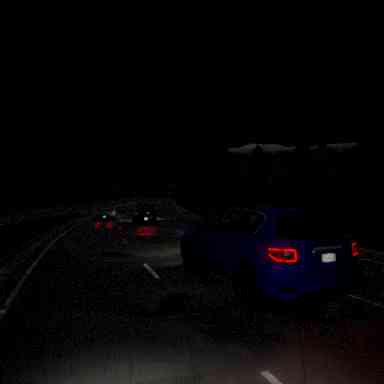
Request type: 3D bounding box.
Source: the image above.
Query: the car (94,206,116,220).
[{"bbox_3d":[-8.718,2.094,33.775,1.895,1.301,4.718,-1,-1,-10],"label":"car"}]

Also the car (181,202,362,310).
[{"bbox_3d":[1.472,1.281,8.331,2.150,2.045,5.566,-1,-1,-20],"label":"car"}]

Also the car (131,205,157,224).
[{"bbox_3d":[-4.091,1.863,28.386,1.837,1.490,4.892,-1,-1,-12],"label":"car"}]

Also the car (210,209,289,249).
[{"bbox_3d":[2.523,1.646,16.080,1.812,1.442,4.674,-1,-1,-17],"label":"car"}]
